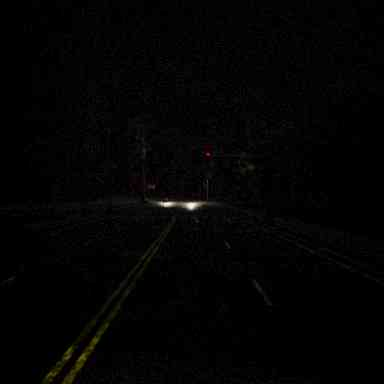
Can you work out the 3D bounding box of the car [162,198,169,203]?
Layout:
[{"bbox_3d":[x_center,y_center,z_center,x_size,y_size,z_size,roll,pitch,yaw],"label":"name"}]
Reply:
[{"bbox_3d":[-7.617,2.383,95.004,1.882,1.535,5.008,0,0,-4],"label":"car"}]

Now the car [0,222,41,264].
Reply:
[{"bbox_3d":[-6.604,1.656,10.245,2.033,1.411,5.357,0,-1,0],"label":"car"}]
